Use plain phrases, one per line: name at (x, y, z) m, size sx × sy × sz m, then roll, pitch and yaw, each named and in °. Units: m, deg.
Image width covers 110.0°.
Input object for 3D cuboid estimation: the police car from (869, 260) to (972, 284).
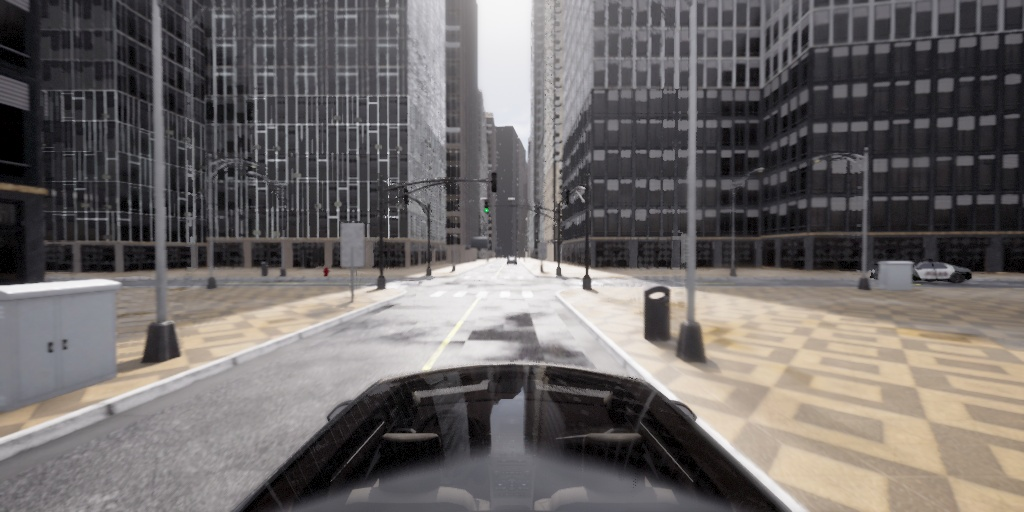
police car at (27.199, 1.057, 24.096) m, size 4.974 × 1.542 × 2.038 m, roll 0°, pitch 1°, yaw 6°
